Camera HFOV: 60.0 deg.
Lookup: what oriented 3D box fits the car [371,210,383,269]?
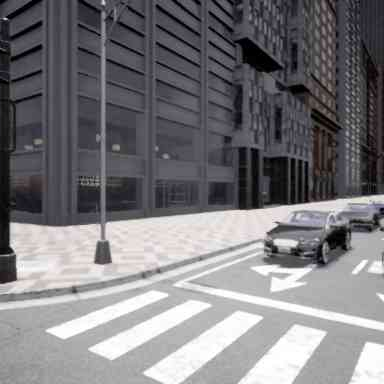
[{"bbox_3d":[6.754,1.401,9.672,2.128,1.511,4.902,0,0,34],"label":"car"}]

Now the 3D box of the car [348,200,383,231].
[{"bbox_3d":[9.843,1.385,19.566,2.033,1.411,5.357,0,0,36],"label":"car"}]

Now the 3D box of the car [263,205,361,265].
[{"bbox_3d":[4.133,1.390,11.560,2.128,1.511,4.902,0,1,37],"label":"car"}]

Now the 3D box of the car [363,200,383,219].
[{"bbox_3d":[15.667,1.374,27.705,1.895,1.301,4.718,0,1,35],"label":"car"}]
